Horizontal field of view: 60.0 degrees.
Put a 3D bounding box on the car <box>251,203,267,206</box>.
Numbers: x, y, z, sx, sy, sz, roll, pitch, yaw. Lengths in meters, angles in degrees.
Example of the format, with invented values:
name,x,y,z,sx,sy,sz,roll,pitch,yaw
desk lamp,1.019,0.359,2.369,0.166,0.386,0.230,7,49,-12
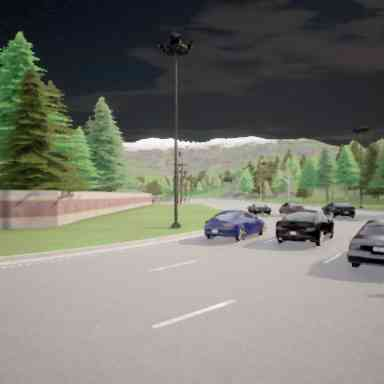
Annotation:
name,x,y,z,sx,sy,sz,roll,pitch,yaw
car,7.328,1.895,36.866,1.895,1.301,4.718,0,0,-1

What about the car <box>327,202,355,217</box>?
name,x,y,z,sx,sy,sz,roll,pitch,yaw
car,14.089,1.711,32.362,1.882,1.535,5.008,0,0,4

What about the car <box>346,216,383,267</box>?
name,x,y,z,sx,sy,sz,roll,pitch,yaw
car,6.561,1.623,11.072,2.033,1.411,5.357,0,-1,36

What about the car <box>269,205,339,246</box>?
name,x,y,z,sx,sy,sz,roll,pitch,yaw
car,5.571,1.600,16.082,1.882,1.535,5.008,0,0,32

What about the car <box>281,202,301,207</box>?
name,x,y,z,sx,sy,sz,roll,pitch,yaw
car,10.705,1.799,35.750,1.812,1.442,4.674,0,0,1

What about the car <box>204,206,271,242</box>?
name,x,y,z,sx,sy,sz,roll,pitch,yaw
car,2.301,1.669,17.334,1.812,1.442,4.674,0,0,33
